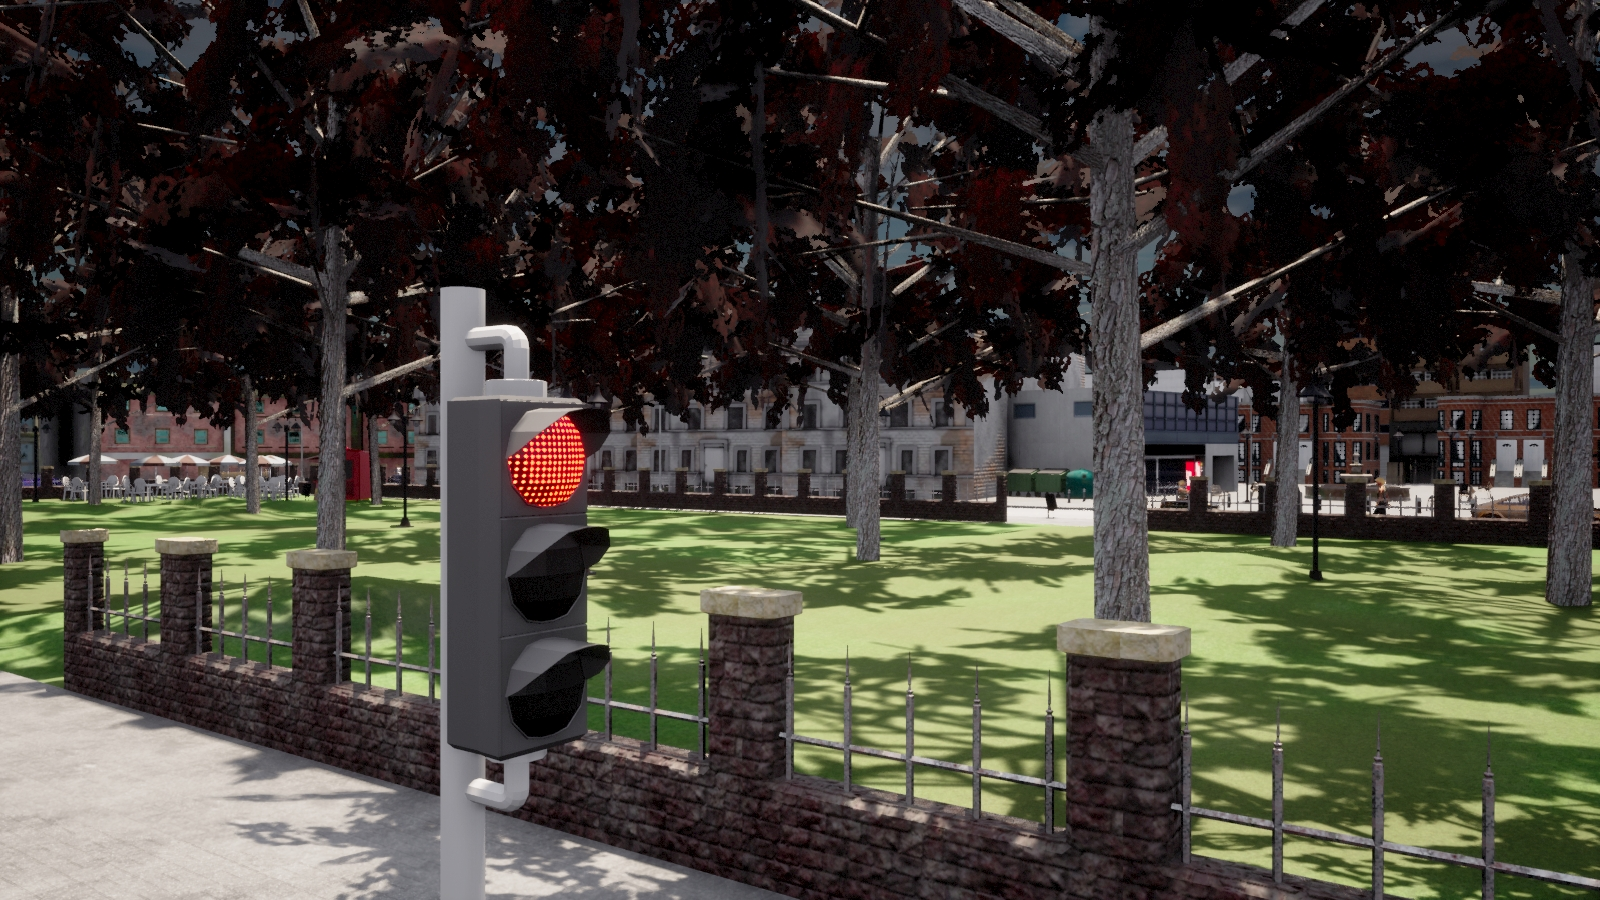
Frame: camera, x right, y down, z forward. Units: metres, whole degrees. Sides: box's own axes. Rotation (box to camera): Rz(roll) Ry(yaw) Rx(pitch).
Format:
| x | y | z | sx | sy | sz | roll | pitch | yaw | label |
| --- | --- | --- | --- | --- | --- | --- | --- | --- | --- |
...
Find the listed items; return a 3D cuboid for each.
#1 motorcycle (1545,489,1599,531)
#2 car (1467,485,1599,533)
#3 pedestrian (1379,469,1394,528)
| x | y | z | sx | sy | sz | roll | pitch | yaw | label |
| --- | --- | --- | --- | --- | --- | --- | --- | --- | --- |
| 25.489 | 1.950 | 36.881 | 2.356 | 1.277 | 0.764 | 0 | 0 | 36 | motorcycle |
| 24.490 | 1.898 | 37.604 | 4.181 | 1.385 | 1.994 | 0 | 0 | 37 | car |
| 18.480 | 1.523 | 36.024 | 0.375 | 1.860 | 0.375 | 0 | 0 | 36 | pedestrian |
